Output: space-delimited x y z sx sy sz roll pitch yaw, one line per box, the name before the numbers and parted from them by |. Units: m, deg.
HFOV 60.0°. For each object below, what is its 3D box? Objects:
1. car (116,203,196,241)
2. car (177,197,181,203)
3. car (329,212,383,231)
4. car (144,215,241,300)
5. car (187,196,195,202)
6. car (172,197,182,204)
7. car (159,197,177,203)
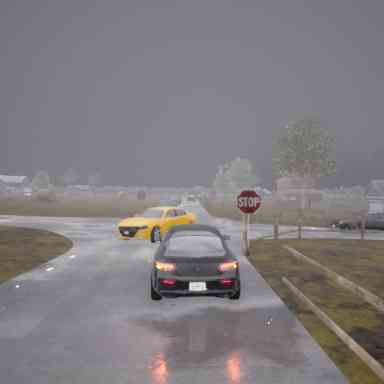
car | -1.580 1.491 16.392 1.882 1.535 5.008 -1 -1 30
car | -2.953 1.596 46.284 1.994 1.385 4.181 0 0 0
car | 12.687 2.105 23.595 5.357 1.411 2.033 2 0 -2
car | 0.027 1.528 8.265 1.812 1.442 4.674 0 0 -2
car | -0.192 1.563 78.464 1.882 1.535 5.008 0 0 0
car | -2.943 1.664 65.973 1.895 1.301 4.718 0 0 0
car | -2.939 1.529 37.139 1.837 1.490 4.892 0 0 0
